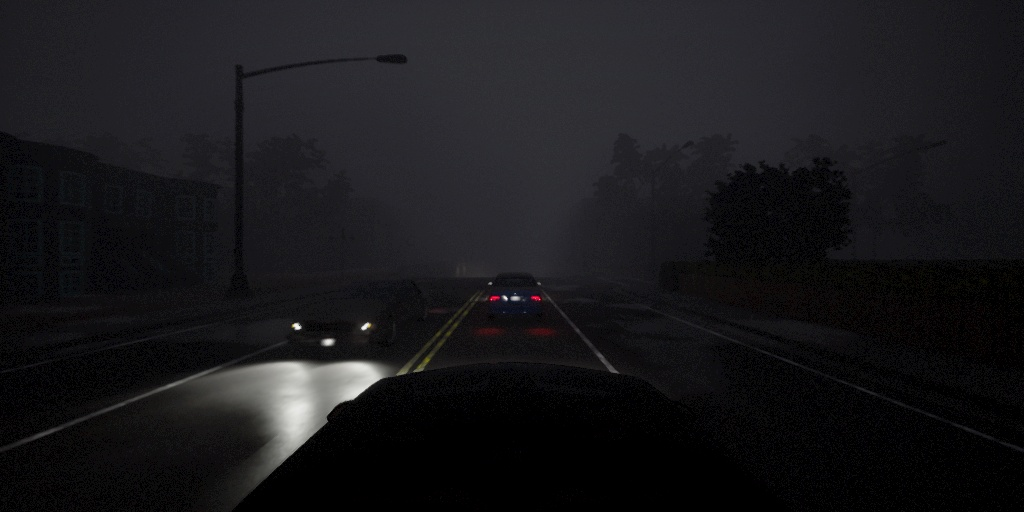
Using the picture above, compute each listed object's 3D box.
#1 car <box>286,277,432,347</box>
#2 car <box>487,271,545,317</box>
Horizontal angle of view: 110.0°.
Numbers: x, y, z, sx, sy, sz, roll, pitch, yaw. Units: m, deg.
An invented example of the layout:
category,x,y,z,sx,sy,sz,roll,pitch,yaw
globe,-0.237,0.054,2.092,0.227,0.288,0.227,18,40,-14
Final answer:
category,x,y,z,sx,sy,sz,roll,pitch,yaw
car,-3.565,1.299,9.643,2.033,1.411,5.357,0,0,0
car,0.098,1.300,13.064,2.033,1.411,5.357,0,0,0
